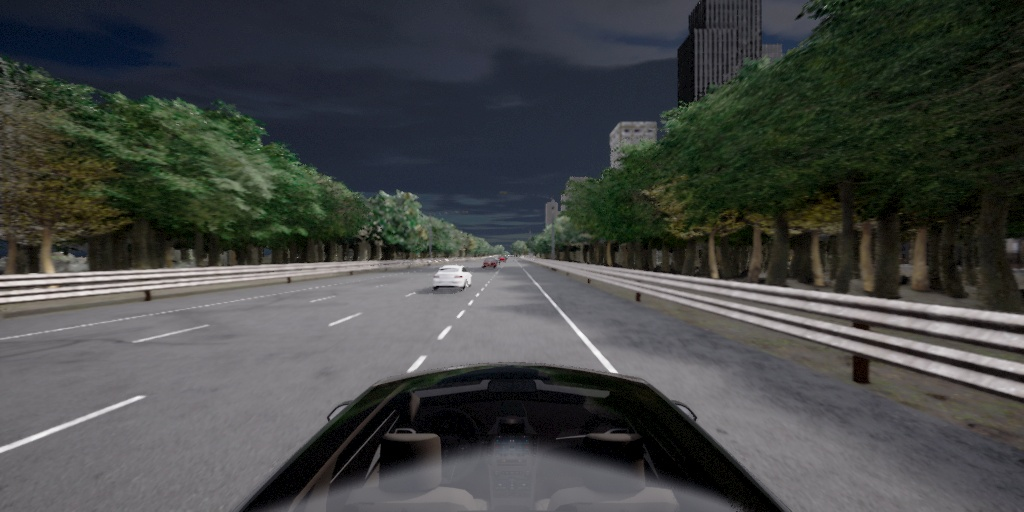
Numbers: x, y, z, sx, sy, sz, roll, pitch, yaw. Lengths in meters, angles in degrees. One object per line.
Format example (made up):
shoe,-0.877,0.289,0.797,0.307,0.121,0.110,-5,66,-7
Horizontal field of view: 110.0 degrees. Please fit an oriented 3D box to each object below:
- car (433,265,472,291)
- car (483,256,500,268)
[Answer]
car,-3.506,1.266,21.544,1.812,1.442,4.674,0,0,0
car,-3.520,1.064,58.612,2.097,1.767,4.553,0,0,0
